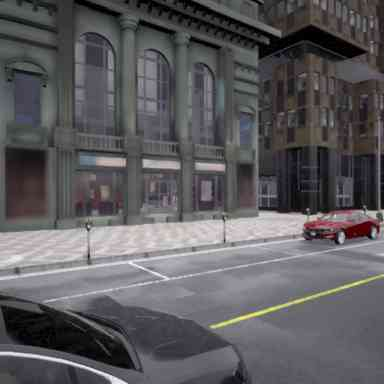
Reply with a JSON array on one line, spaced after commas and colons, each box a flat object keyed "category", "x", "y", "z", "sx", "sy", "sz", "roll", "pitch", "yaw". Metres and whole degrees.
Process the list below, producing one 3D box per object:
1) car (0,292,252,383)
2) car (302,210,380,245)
[{"category": "car", "x": -1.705, "y": 1.505, "z": 2.218, "sx": 4.892, "sy": 1.490, "sz": 1.837, "roll": 0, "pitch": 0, "yaw": -36}, {"category": "car", "x": 6.996, "y": 1.546, "z": 15.505, "sx": 4.507, "sy": 1.381, "sz": 1.887, "roll": 0, "pitch": 0, "yaw": -35}]
